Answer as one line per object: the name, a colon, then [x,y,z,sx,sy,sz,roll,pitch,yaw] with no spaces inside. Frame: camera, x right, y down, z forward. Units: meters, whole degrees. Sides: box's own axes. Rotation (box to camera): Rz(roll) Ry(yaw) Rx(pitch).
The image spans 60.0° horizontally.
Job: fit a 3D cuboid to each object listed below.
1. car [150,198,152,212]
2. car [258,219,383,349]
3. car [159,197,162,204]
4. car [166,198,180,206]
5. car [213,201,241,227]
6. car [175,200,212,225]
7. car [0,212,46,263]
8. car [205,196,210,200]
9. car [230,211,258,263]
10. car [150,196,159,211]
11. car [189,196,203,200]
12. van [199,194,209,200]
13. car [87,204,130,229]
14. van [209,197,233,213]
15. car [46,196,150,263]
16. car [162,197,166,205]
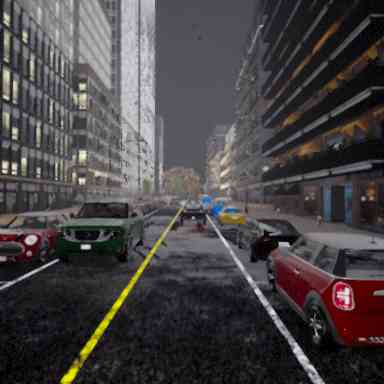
car: [-5.672,1.649,34.559,2.008,1.369,4.403,1,0,0]
car: [2.705,1.458,6.278,1.967,1.590,4.097,1,0,0]
car: [-5.670,1.697,45.873,1.947,1.339,4.313,1,0,0]
car: [-2.989,1.719,59.128,2.033,1.411,5.357,0,0,0]
car: [2.707,1.592,23.420,1.752,1.417,4.829,1,0,0]
car: [0.100,1.558,24.853,2.128,1.511,4.902,0,-1,0]
car: [-5.674,1.475,11.930,1.967,1.590,4.097,1,0,0]
car: [2.710,1.538,34.564,1.967,1.590,4.097,1,0,0]
car: [2.704,1.600,11.934,1.947,1.339,4.313,1,0,0]
car: [-5.667,1.430,40.217,2.192,1.841,5.009,1,0,0]
car: [0.107,1.675,45.205,2.033,1.411,5.357,0,0,0]
van: [2.716,1.520,62.851,1.690,1.788,3.998,1,0,0]
car: [-5.674,1.611,23.245,1.887,1.381,4.507,1,0,0]
van: [2.710,1.423,28.907,1.690,1.788,3.998,1,0,0]
car: [-3.099,1.257,12.472,2.150,2.045,5.566,0,0,0]
car: [-5.665,1.620,62.846,1.967,1.590,4.097,1,0,0]
